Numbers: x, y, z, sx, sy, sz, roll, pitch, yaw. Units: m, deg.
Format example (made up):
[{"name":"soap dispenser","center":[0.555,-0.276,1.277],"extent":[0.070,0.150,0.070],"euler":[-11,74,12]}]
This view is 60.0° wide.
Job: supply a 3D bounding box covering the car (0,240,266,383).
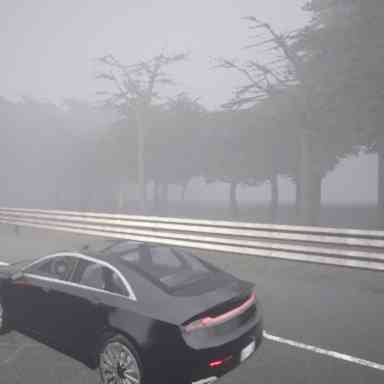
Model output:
[{"name":"car","center":[-1.352,1.492,5.027],"extent":[4.902,1.511,2.128],"euler":[0,0,36]}]
